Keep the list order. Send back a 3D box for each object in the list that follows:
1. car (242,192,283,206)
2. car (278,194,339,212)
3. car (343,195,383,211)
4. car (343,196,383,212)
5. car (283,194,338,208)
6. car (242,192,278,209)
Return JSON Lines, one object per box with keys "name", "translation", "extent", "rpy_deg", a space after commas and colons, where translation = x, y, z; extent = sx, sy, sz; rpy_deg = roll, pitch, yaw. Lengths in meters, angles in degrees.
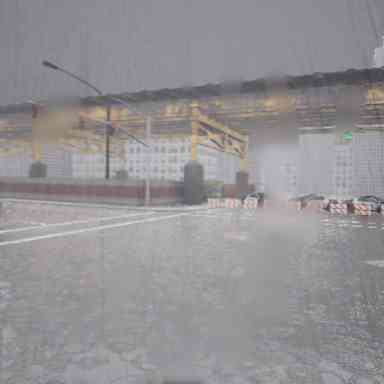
{"name": "car", "translation": [6.969, 0.674, 33.495], "extent": [1.853, 1.218, 4.536], "rpy_deg": [1, 1, -20]}
{"name": "car", "translation": [11.130, 0.980, 31.444], "extent": [4.974, 1.542, 2.038], "rpy_deg": [1, 1, -10]}
{"name": "car", "translation": [16.272, 0.984, 29.844], "extent": [1.853, 1.218, 4.536], "rpy_deg": [0, 2, -35]}
{"name": "car", "translation": [16.298, 1.143, 29.806], "extent": [2.038, 1.542, 4.974], "rpy_deg": [0, 2, -35]}
{"name": "car", "translation": [11.184, 0.823, 31.450], "extent": [4.536, 1.218, 1.853], "rpy_deg": [1, 1, -10]}
{"name": "car", "translation": [6.984, 0.833, 33.450], "extent": [2.038, 1.542, 4.974], "rpy_deg": [1, 1, -20]}
